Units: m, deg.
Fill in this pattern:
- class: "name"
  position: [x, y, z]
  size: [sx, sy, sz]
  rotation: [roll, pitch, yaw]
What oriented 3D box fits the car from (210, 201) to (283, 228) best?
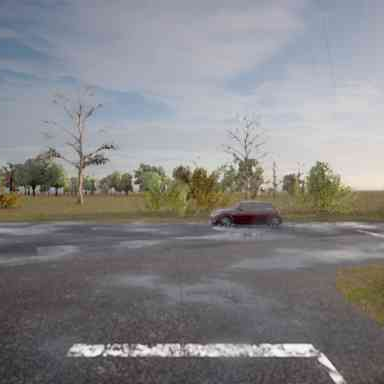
- class: "car"
  position: [3.486, 1.385, 21.801]
  size: [4.553, 1.767, 2.097]
  rotation: [0, 0, -1]
